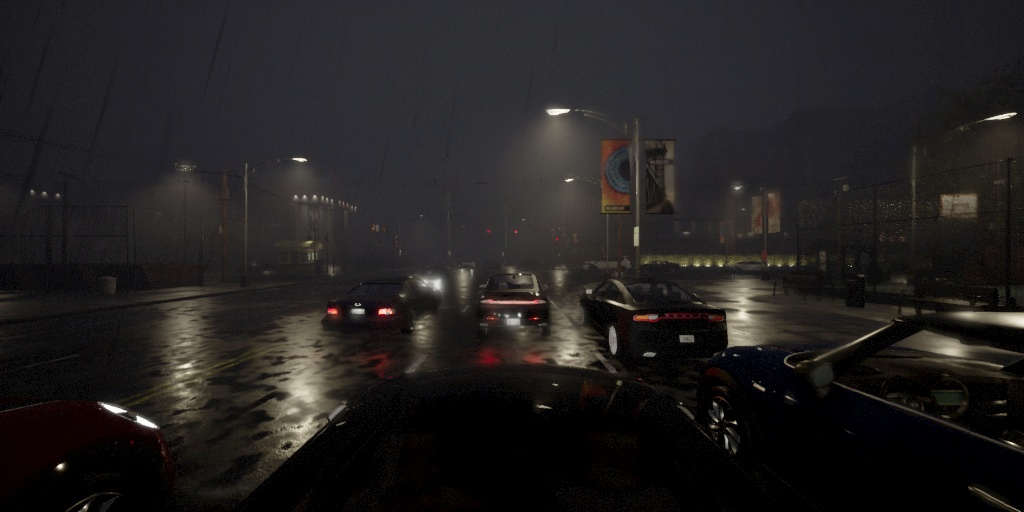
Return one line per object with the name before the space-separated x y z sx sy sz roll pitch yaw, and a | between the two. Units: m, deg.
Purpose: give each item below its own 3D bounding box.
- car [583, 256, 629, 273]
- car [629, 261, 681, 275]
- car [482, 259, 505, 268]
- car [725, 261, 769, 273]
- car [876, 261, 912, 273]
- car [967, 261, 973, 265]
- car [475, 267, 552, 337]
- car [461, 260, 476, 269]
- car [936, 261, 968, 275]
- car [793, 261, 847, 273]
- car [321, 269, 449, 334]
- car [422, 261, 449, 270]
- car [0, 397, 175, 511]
car | 11.302 0.972 42.963 5.566 2.045 2.150 0 0 6
car | 15.803 1.241 39.148 4.902 1.511 2.128 0 0 0
car | -2.966 1.297 51.372 2.033 1.411 5.357 0 0 -15
car | 27.941 1.276 42.712 4.674 1.442 1.812 0 0 -1
car | 45.096 1.313 42.795 4.674 1.442 1.812 0 0 -1
car | 45.195 1.297 32.295 5.357 1.411 2.033 0 0 -1
car | 0.054 1.242 10.321 2.128 1.511 4.902 0 0 0
car | -6.732 1.276 55.882 1.812 1.442 4.674 0 0 3
car | 45.162 1.241 35.795 4.902 1.511 2.128 0 0 -1
car | 33.617 1.227 39.269 5.008 1.535 1.882 0 0 0
car | -3.443 1.297 10.584 2.033 1.411 5.357 0 0 0
car | -7.107 1.241 33.553 2.128 1.511 4.902 0 0 0
car | -3.403 1.102 0.579 2.097 1.767 4.553 0 0 0
